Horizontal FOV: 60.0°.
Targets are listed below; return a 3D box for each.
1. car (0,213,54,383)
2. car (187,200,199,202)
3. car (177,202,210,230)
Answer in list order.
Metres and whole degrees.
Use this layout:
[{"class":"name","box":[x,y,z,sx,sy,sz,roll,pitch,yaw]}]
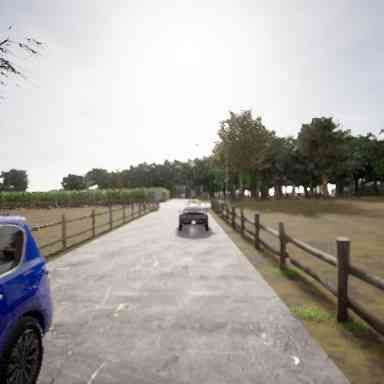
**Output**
[{"class":"car","box":[-2.841,1.231,2.030,2.150,2.045,5.566,0,-1,0]},{"class":"car","box":[0.109,1.603,38.398,1.882,1.535,5.008,0,0,0]},{"class":"car","box":[0.098,1.571,21.732,1.837,1.490,4.892,0,-1,0]}]
